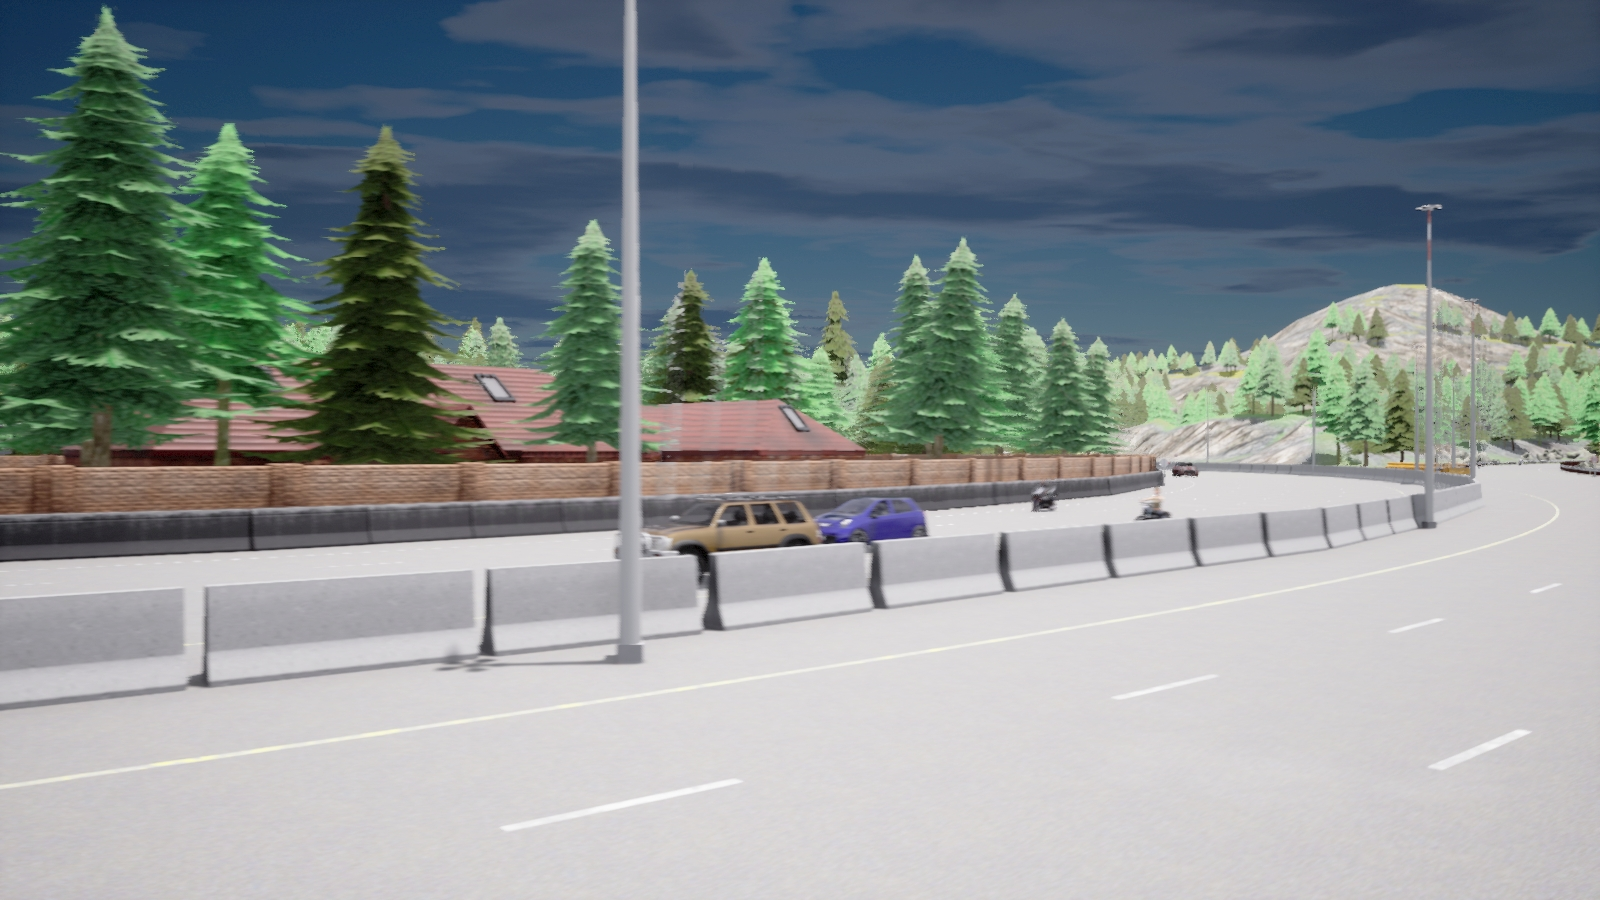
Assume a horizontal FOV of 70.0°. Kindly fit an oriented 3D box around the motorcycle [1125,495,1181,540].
[{"bbox_3d":[11.486,2.178,37.152,0.764,1.325,2.356,-1,0,43],"label":"motorcycle"}]

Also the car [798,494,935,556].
[{"bbox_3d":[1.915,2.073,32.409,3.633,1.501,1.845,0,0,-42],"label":"car"}]

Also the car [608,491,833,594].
[{"bbox_3d":[-1.638,1.892,24.617,4.605,1.855,1.932,0,0,-41],"label":"car"}]

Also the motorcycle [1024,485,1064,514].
[{"bbox_3d":[11.251,2.255,52.596,0.867,1.251,2.209,-2,-1,39],"label":"motorcycle"}]
